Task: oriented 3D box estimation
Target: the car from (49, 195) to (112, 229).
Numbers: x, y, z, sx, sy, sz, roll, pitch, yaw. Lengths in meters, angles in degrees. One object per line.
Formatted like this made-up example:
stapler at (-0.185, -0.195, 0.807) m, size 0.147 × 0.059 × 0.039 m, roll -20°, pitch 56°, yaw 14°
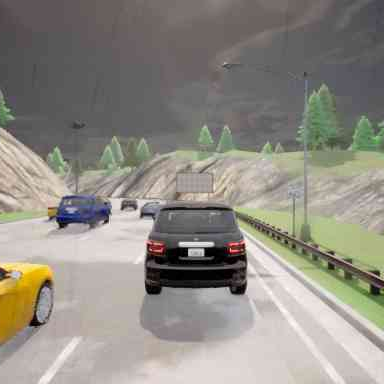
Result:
car at (-6.934, 1.224, 21.762) m, size 2.150 × 2.045 × 5.566 m, roll 0°, pitch 0°, yaw 0°

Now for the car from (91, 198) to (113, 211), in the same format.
car at (-11.413, 1.547, 42.583) m, size 2.033 × 1.411 × 5.357 m, roll 0°, pitch 0°, yaw -8°

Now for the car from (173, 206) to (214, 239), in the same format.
car at (0.082, 1.558, 18.098) m, size 1.994 × 1.385 × 4.181 m, roll 0°, pitch 0°, yaw 0°

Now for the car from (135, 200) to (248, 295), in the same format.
car at (0.085, 1.221, 8.878) m, size 2.150 × 2.045 × 5.566 m, roll 0°, pitch 0°, yaw 0°

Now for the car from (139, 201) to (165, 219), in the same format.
car at (-3.551, 1.564, 30.330) m, size 1.994 × 1.385 × 4.181 m, roll 0°, pitch 0°, yaw -1°

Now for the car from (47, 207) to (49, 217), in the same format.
car at (-10.500, 1.477, 28.201) m, size 1.882 × 1.535 × 5.008 m, roll 0°, pitch 0°, yaw -1°

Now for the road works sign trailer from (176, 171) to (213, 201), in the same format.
road works sign trailer at (0.182, 0.464, 21.594) m, size 2.380 × 3.560 × 2.880 m, roll 0°, pitch 0°, yaw 0°

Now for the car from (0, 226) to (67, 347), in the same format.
car at (-3.405, 1.478, 4.004) m, size 1.882 × 1.535 × 5.008 m, roll 0°, pitch 0°, yaw 0°

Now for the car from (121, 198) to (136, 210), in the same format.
car at (-7.932, 1.499, 42.186) m, size 1.837 × 1.490 × 4.892 m, roll 0°, pitch -2°, yaw -6°
